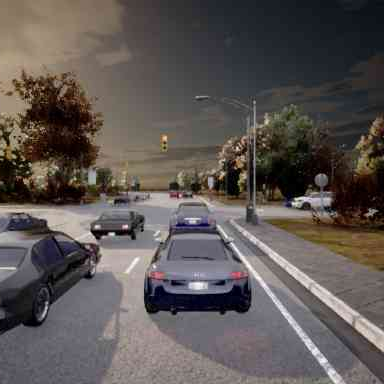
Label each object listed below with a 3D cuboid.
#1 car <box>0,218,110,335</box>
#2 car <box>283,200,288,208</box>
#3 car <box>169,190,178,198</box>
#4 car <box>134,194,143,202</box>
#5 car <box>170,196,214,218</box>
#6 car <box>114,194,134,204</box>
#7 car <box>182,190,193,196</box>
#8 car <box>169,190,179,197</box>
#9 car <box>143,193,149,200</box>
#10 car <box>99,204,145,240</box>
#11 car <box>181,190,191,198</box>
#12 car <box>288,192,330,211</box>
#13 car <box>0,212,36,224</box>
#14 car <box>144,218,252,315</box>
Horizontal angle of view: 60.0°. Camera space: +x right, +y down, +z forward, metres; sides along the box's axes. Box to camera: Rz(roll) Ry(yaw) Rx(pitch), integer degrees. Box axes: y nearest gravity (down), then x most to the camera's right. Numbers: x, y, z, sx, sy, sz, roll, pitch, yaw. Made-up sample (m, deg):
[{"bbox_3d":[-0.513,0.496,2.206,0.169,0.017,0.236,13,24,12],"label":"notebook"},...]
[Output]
[{"bbox_3d":[-3.424,1.529,6.923,2.033,1.411,5.357,0,0,-1],"label":"car"},{"bbox_3d":[13.748,1.230,40.820,5.008,1.535,1.882,0,0,-4],"label":"car"},{"bbox_3d":[-5.180,0.447,93.587,2.150,2.045,5.566,0,1,-7],"label":"car"},{"bbox_3d":[-10.867,1.097,61.151,2.128,1.511,4.902,0,0,0],"label":"car"},{"bbox_3d":[0.027,1.273,16.249,2.097,1.767,4.553,0,0,0],"label":"car"},{"bbox_3d":[-10.846,1.276,52.049,1.895,1.301,4.718,0,0,0],"label":"car"},{"bbox_3d":[-0.890,0.835,83.760,1.882,1.535,5.008,0,1,-4],"label":"car"},{"bbox_3d":[-4.337,0.594,82.846,2.150,2.045,5.566,0,1,-3],"label":"car"},{"bbox_3d":[-10.920,1.105,71.107,1.895,1.301,4.718,0,1,-1],"label":"car"},{"bbox_3d":[-3.495,1.520,16.567,1.895,1.301,4.718,0,0,-1],"label":"car"},{"bbox_3d":[-1.669,0.447,93.718,2.150,2.045,5.566,0,1,-7],"label":"car"},{"bbox_3d":[14.118,0.998,37.338,5.566,2.045,2.150,0,0,-4],"label":"car"},{"bbox_3d":[-7.225,1.494,12.593,2.033,1.411,5.357,0,0,-1],"label":"car"},{"bbox_3d":[0.073,1.542,7.615,1.994,1.385,4.181,0,0,-1],"label":"car"}]
